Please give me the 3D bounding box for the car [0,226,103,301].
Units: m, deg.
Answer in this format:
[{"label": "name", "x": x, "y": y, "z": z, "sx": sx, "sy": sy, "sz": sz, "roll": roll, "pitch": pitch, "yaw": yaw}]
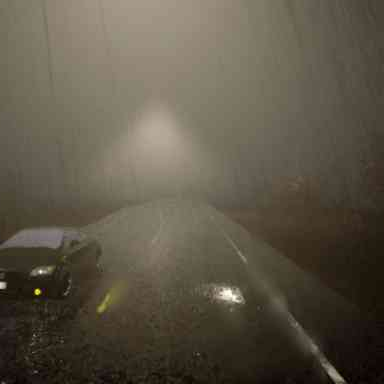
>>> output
[{"label": "car", "x": -3.630, "y": 1.566, "z": 8.241, "sx": 1.994, "sy": 1.385, "sz": 4.181, "roll": 0, "pitch": 0, "yaw": 0}]
